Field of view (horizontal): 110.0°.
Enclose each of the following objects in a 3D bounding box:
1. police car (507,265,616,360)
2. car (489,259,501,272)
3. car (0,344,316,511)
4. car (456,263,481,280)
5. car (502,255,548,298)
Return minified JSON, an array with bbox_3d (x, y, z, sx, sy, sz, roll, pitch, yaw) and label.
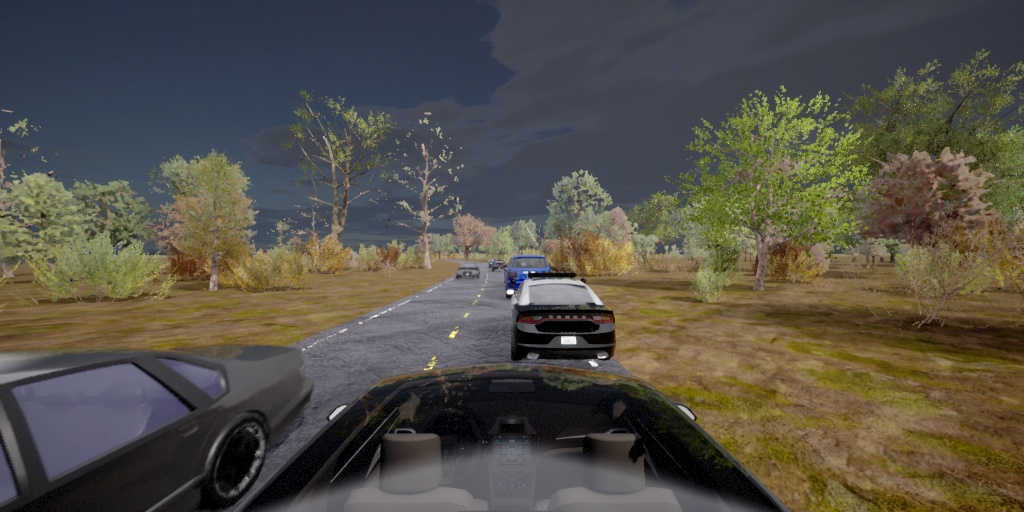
[{"bbox_3d":[0.908,1.174,8.443,1.930,1.638,5.238,0,0,0],"label":"police car"},{"bbox_3d":[-1.737,1.254,46.942,1.837,1.490,4.892,0,0,-5],"label":"car"},{"bbox_3d":[-3.111,1.297,1.610,2.033,1.411,5.357,0,0,0],"label":"car"},{"bbox_3d":[-3.736,1.312,31.104,1.994,1.385,4.181,0,0,-3],"label":"car"},{"bbox_3d":[0.736,0.972,18.411,2.150,2.045,5.566,0,0,-2],"label":"car"}]
